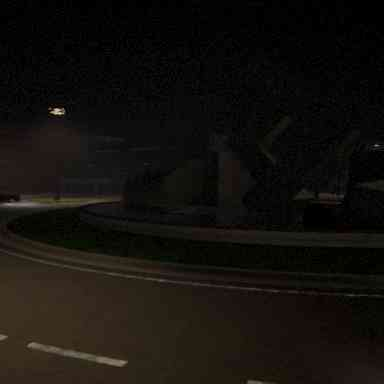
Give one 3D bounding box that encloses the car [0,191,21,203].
[{"bbox_3d":[-21.815,0.567,39.268,1.895,1.301,4.718,0,2,-43],"label":"car"}]
